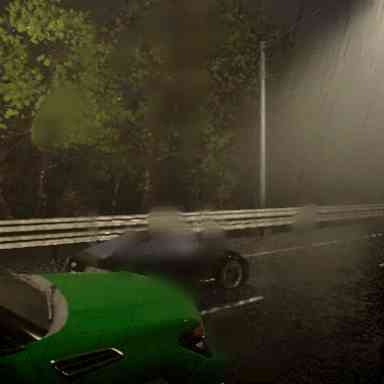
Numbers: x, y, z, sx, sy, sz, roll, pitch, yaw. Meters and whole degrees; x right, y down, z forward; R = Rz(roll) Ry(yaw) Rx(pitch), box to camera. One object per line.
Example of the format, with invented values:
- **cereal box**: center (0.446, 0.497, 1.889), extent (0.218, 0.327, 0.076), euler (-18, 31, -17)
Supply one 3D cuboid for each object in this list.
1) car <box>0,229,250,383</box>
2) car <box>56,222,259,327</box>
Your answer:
- **car**: center (-2.360, 1.222, 2.070), extent (5.566, 2.045, 2.150), euler (0, 0, -35)
- **car**: center (-0.664, 1.564, 7.590), extent (4.181, 1.385, 1.994), euler (0, 0, -36)
